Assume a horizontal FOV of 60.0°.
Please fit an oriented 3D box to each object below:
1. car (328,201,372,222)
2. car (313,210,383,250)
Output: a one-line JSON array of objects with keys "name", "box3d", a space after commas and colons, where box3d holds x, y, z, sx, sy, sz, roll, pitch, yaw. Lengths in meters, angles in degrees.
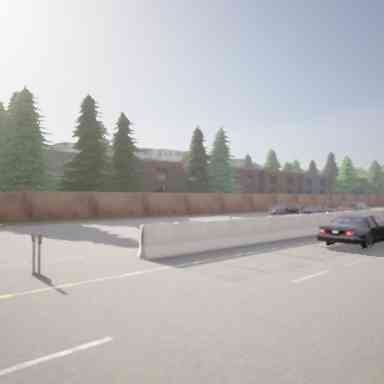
[{"name": "car", "box3d": [14.975, 1.748, 31.389, 4.553, 1.767, 2.097, 1, -1, -41]}, {"name": "car", "box3d": [7.851, 1.745, 15.521, 5.357, 1.411, 2.033, 1, -1, -41]}]
